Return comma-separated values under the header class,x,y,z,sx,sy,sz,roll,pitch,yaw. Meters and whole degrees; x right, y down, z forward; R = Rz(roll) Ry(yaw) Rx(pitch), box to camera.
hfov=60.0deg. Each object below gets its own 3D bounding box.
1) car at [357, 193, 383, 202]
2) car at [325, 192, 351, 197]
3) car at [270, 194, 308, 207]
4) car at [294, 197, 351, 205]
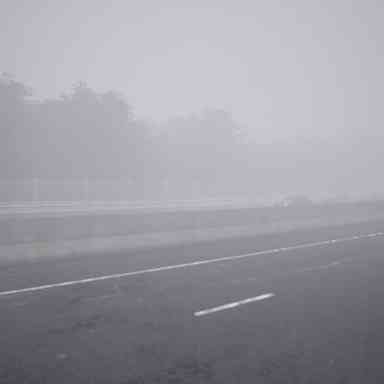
class,x,y,z,sx,sy,sz,roll,pitch,yaw
car,25.449,0.879,46.651,5.357,1.411,2.033,-2,1,-34
car,20.325,0.779,46.657,4.553,1.767,2.097,-2,1,-37
car,9.619,1.093,31.954,4.553,1.767,2.097,-1,1,-34
car,11.451,1.346,28.976,4.718,1.301,1.895,-1,1,-34
